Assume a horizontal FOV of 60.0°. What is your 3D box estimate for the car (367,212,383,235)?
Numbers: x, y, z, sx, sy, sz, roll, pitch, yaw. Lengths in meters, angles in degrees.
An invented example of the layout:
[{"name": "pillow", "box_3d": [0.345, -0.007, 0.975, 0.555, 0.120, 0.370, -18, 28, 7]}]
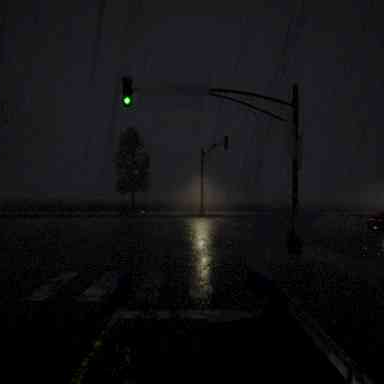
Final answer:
[{"name": "car", "box_3d": [12.333, 1.777, 18.749, 4.902, 1.511, 2.128, 1, 1, -15]}]
